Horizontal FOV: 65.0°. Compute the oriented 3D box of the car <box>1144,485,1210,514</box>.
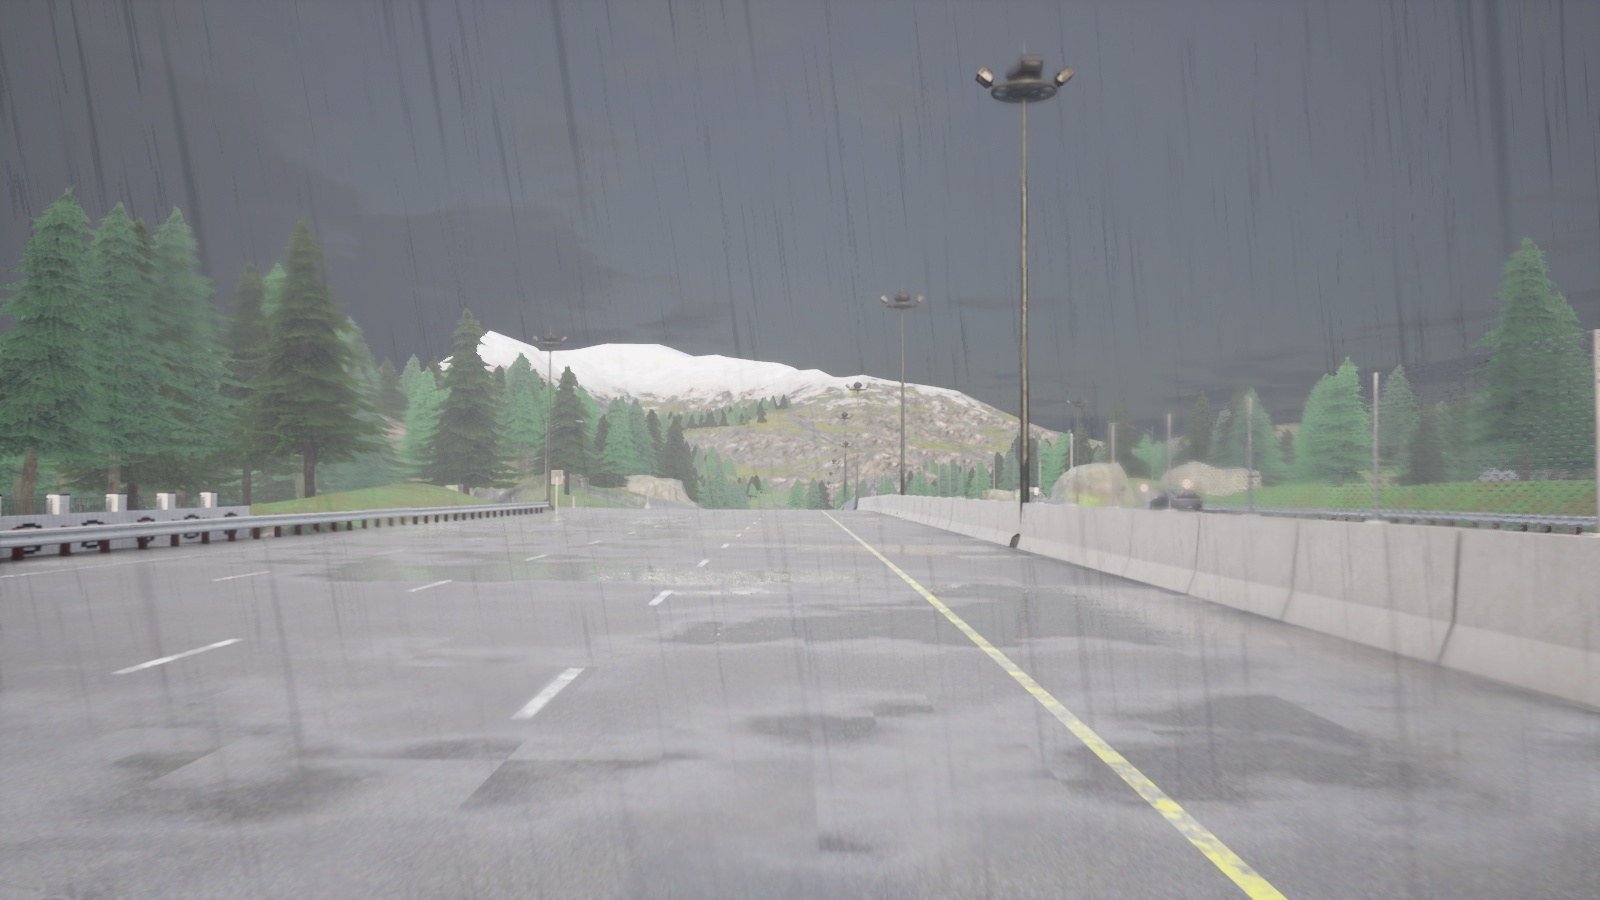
[{"bbox_3d":[20.834,2.729,69.593,2.128,1.511,4.902,0,-2,0],"label":"car"}]
